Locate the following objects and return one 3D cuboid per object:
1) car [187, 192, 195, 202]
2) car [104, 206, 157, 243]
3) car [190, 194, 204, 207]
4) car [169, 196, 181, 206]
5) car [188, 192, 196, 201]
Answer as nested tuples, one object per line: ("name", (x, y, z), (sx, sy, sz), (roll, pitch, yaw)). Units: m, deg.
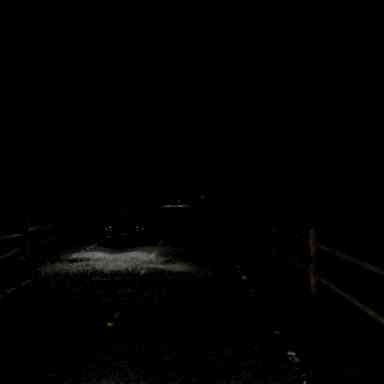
("car", (-0.014, 1.193, 69.688), (2.097, 1.767, 4.553), (0, 0, 0))
("car", (-2.854, 1.479, 16.248), (1.882, 1.535, 5.008), (0, 0, 0))
("car", (0.951, 1.524, 51.519), (1.812, 1.442, 4.674), (0, 0, 0))
("car", (-2.822, 1.473, 56.714), (1.882, 1.535, 5.008), (0, 0, 0))
("car", (-0.017, 1.046, 83.675), (2.150, 2.045, 5.566), (0, 0, 0))
